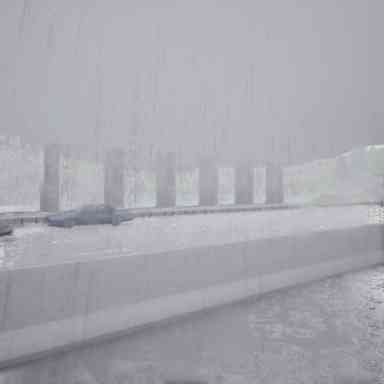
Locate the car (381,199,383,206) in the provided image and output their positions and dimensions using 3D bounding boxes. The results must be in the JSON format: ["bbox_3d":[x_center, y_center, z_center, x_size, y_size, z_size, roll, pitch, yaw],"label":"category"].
[{"bbox_3d":[24.974,1.273,39.656,5.008,1.535,1.882,0,0,-36],"label":"car"}]

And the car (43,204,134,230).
[{"bbox_3d":[-6.362,1.489,20.950,5.357,1.411,2.033,0,0,-35],"label":"car"}]

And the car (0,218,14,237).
[{"bbox_3d":[-10.440,1.526,13.744,5.357,1.411,2.033,0,0,-35],"label":"car"}]
